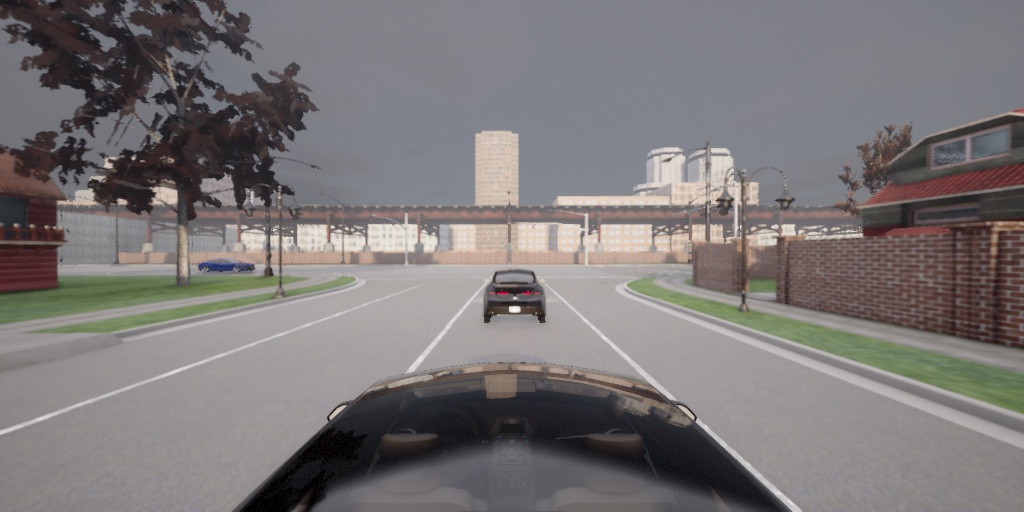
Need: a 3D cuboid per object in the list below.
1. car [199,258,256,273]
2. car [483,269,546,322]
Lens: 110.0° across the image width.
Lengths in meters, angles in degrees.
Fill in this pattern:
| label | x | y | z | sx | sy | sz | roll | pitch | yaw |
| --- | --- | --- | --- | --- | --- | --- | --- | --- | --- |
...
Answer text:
| label | x | y | z | sx | sy | sz | roll | pitch | yaw |
| --- | --- | --- | --- | --- | --- | --- | --- | --- | --- |
| car | -28.684 | 0.947 | 36.194 | 5.008 | 1.535 | 1.882 | 0 | 0 | 2 |
| car | 0.080 | 1.170 | 11.983 | 1.837 | 1.490 | 4.892 | 0 | 0 | 0 |
